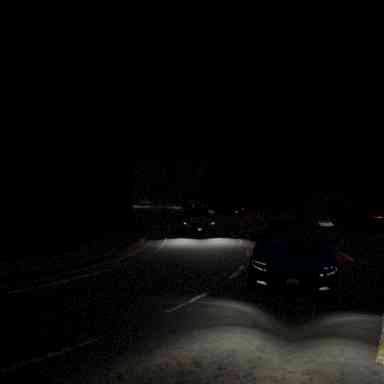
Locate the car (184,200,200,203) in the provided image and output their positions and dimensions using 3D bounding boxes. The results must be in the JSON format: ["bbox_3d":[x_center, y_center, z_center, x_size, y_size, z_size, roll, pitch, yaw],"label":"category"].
[{"bbox_3d":[-0.106,1.752,45.932,1.895,1.301,4.718,0,0,-21],"label":"car"}]

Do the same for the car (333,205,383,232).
[{"bbox_3d":[10.732,1.605,21.028,1.837,1.490,4.892,1,0,-5],"label":"car"}]

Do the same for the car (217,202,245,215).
[{"bbox_3d":[3.761,1.729,35.645,1.895,1.301,4.718,0,0,-19],"label":"car"}]

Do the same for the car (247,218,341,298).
[{"bbox_3d":[2.745,1.515,8.967,1.882,1.535,5.008,1,0,17],"label":"car"}]

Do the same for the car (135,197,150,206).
[{"bbox_3d":[-8.656,1.691,57.973,1.812,1.442,4.674,0,0,-21],"label":"car"}]

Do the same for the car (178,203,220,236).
[{"bbox_3d":[0.210,1.588,18.911,1.812,1.442,4.674,0,0,-4],"label":"car"}]
